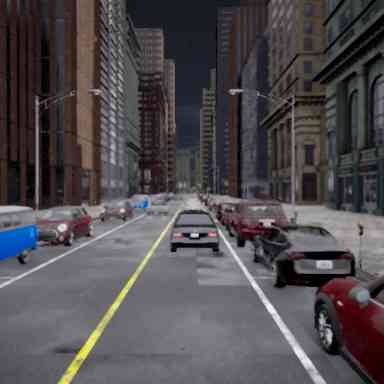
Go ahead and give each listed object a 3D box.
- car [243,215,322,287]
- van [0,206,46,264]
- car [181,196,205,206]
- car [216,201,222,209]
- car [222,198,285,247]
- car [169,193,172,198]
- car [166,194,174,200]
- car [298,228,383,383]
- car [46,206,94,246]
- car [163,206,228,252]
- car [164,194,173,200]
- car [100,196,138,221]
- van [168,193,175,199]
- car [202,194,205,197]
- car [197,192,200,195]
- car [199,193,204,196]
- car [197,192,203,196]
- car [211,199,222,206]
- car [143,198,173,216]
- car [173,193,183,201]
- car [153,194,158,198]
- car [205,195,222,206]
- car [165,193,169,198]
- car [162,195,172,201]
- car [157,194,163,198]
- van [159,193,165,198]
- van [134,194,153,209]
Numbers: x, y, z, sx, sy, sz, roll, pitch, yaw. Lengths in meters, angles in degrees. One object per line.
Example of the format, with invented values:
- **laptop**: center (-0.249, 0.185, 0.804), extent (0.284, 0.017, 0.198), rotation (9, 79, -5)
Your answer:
- **car**: center (2.761, 1.537, 9.011), extent (1.947, 1.339, 4.313), rotation (0, 0, 0)
- **van**: center (-5.765, 1.312, 9.001), extent (1.690, 1.788, 3.998), rotation (0, 0, 0)
- **car**: center (0.099, 1.416, 34.647), extent (1.812, 1.442, 4.674), rotation (0, 0, 0)
- **car**: center (2.761, 1.480, 20.284), extent (1.887, 1.381, 4.507), rotation (0, 0, 0)
- **car**: center (2.760, 1.268, 14.647), extent (2.192, 1.841, 5.009), rotation (0, 0, 0)
- **car**: center (-5.765, 1.119, 65.367), extent (2.192, 1.841, 5.009), rotation (0, 0, 0)
- **car**: center (-5.764, 1.328, 87.914), extent (1.802, 1.307, 4.206), rotation (0, 0, 0)
- **car**: center (2.760, 1.429, 3.374), extent (1.967, 1.590, 4.097), rotation (0, 0, 0)
- **car**: center (-5.765, 1.393, 14.638), extent (1.967, 1.590, 4.097), rotation (0, 0, 0)
- **car**: center (0.096, 1.504, 13.700), extent (2.033, 1.411, 5.357), rotation (0, 0, 0)
- **car**: center (-5.764, 1.310, 82.277), extent (2.008, 1.369, 4.403), rotation (0, 0, 0)
- **car**: center (-5.765, 1.358, 25.911), extent (1.967, 1.590, 4.097), rotation (0, 0, 0)
- **van**: center (-5.765, 1.075, 93.550), extent (1.690, 1.788, 3.998), rotation (0, 0, 0)
- **car**: center (2.761, 1.415, 48.464), extent (1.947, 1.339, 4.313), rotation (0, 0, 0)
- **car**: center (2.760, 1.186, 87.919), extent (1.967, 1.590, 4.097), rotation (0, 0, 0)
- **car**: center (2.761, 1.386, 65.373), extent (1.802, 1.307, 4.206), rotation (0, 0, 0)
- **car**: center (2.761, 1.355, 76.646), extent (1.802, 1.307, 4.206), rotation (0, 0, 0)
- **car**: center (2.761, 1.484, 25.920), extent (1.947, 1.339, 4.313), rotation (0, 0, 0)
- **car**: center (-3.099, 1.502, 31.197), extent (1.895, 1.301, 4.718), rotation (0, 0, 0)
- **car**: center (-2.999, 1.302, 72.801), extent (1.994, 1.385, 4.181), rotation (0, 0, 0)
- **car**: center (-5.764, 1.392, 42.651), extent (1.752, 1.417, 4.829), rotation (0, 0, 0)
- **car**: center (2.760, 1.323, 37.191), extent (1.967, 1.590, 4.097), rotation (0, 0, 0)
- **car**: center (-5.765, 1.259, 59.730), extent (1.967, 1.590, 4.097), rotation (0, 0, 0)
- **car**: center (-5.764, 1.339, 76.641), extent (1.947, 1.339, 4.313), rotation (0, 0, 0)
- **car**: center (-5.764, 1.400, 48.457), extent (2.008, 1.369, 4.403), rotation (0, 0, 0)
- **van**: center (-5.765, 1.175, 54.093), extent (1.690, 1.788, 3.998), rotation (0, 0, 0)
- **van**: center (-5.765, 1.224, 37.184), extent (1.690, 1.788, 3.998), rotation (0, 0, 0)
